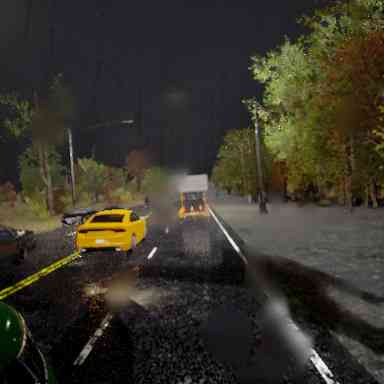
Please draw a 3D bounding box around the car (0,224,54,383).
[{"bbox_3d":[-3.488,1.460,1.183,5.566,2.045,2.150,-8,3,-31],"label":"car"}]

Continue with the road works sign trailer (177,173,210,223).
[{"bbox_3d":[0.133,0.401,25.733,2.380,3.560,2.880,-4,0,1],"label":"road works sign trailer"}]

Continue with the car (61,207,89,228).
[{"bbox_3d":[-9.614,2.084,28.640,2.128,1.511,4.902,-4,0,1],"label":"car"}]

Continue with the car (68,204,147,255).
[{"bbox_3d":[-3.063,1.485,13.570,1.882,1.535,5.008,-1,0,0],"label":"car"}]

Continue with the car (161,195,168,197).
[{"bbox_3d":[-5.624,1.406,68.084,2.097,1.767,4.553,-4,0,1],"label":"car"}]

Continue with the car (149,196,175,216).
[{"bbox_3d":[-2.835,1.579,34.897,2.128,1.511,4.902,-4,0,1],"label":"car"}]

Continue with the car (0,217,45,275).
[{"bbox_3d":[-6.474,1.667,9.549,2.033,1.411,5.357,-2,0,1],"label":"car"}]

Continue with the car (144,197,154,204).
[{"bbox_3d":[-8.823,1.739,69.497,1.882,1.535,5.008,-4,0,1],"label":"car"}]
